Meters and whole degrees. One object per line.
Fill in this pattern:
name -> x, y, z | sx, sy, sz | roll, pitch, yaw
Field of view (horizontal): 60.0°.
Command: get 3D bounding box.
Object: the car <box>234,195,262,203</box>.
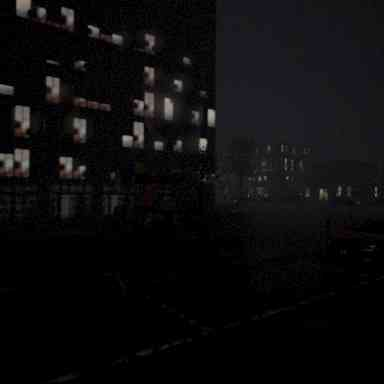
car -> 11.510, 1.552, 68.117 | 1.895, 1.301, 4.718 | 1, -1, -35

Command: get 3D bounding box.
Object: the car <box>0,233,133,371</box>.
car -> -2.962, 1.441, 4.392 | 4.097, 1.590, 1.967 | 0, 1, -35

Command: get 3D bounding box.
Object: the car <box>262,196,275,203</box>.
car -> 16.565, 1.491, 70.898 | 1.967, 1.590, 4.097 | 0, 0, -35

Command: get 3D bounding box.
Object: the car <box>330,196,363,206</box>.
car -> 22.168, 1.300, 47.767 | 1.967, 1.590, 4.097 | 0, 0, -35

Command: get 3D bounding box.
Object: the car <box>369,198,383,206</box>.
car -> 29.873, 1.507, 51.813 | 1.947, 1.339, 4.313 | 0, 0, -35

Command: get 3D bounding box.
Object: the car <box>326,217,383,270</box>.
car -> 6.231, 1.502, 10.947 | 4.507, 1.381, 1.887 | 0, 1, -35

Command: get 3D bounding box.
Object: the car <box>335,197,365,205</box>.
car -> 26.753, 1.549, 56.318 | 1.802, 1.307, 4.206 | 0, 0, -35

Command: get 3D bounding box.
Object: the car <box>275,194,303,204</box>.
car -> 19.752, 1.340, 66.353 | 2.192, 1.841, 5.009 | 0, 0, -35

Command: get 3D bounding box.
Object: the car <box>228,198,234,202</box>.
car -> 10.204, 1.544, 79.995 | 1.967, 1.590, 4.097 | 0, 0, -35
